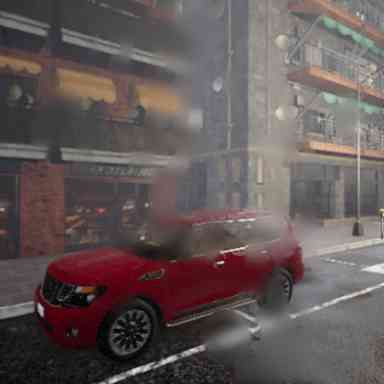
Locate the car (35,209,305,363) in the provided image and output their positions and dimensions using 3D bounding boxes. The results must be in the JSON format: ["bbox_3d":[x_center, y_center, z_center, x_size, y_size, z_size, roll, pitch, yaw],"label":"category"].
[{"bbox_3d":[-0.040,1.289,6.054,5.009,1.841,2.192,-1,1,-35],"label":"car"}]
